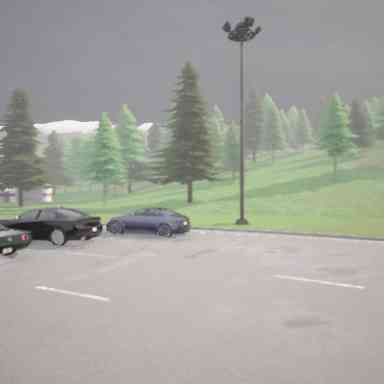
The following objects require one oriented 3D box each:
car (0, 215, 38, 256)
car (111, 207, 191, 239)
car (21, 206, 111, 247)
[{"bbox_3d":[-7.835,1.533,11.077,4.718,1.301,1.895,0,0,19],"label":"car"},{"bbox_3d":[-2.171,1.442,16.614,4.181,1.385,1.994,0,0,23],"label":"car"},{"bbox_3d":[-6.313,1.381,14.434,5.008,1.535,1.882,0,0,20],"label":"car"}]
